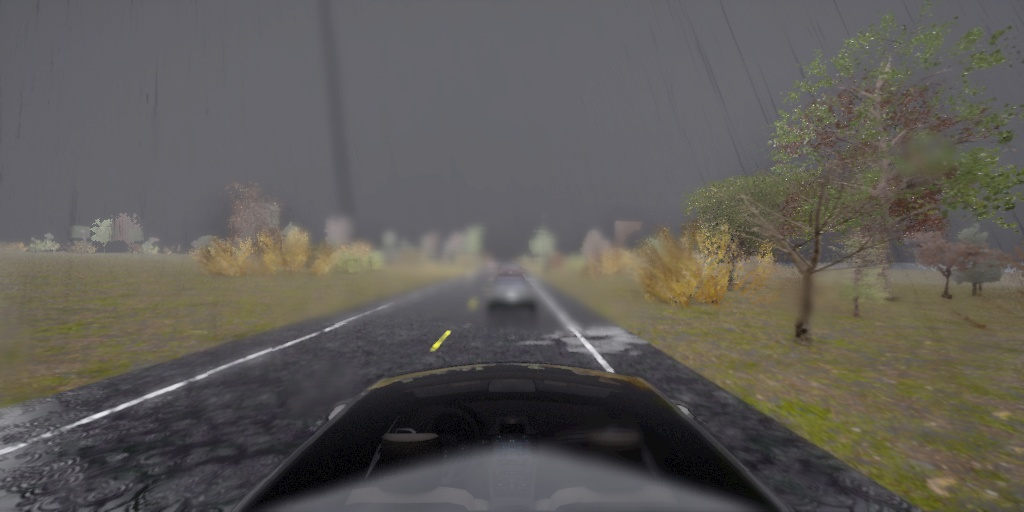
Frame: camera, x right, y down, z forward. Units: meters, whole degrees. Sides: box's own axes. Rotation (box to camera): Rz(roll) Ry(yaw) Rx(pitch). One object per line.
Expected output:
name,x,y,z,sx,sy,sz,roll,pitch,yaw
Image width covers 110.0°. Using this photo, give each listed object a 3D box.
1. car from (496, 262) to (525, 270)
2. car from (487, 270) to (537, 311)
car,0.046,1.411,30.280,2.097,1.767,4.553,0,-1,0
car,0.030,1.461,15.347,1.994,1.385,4.181,0,-1,1
